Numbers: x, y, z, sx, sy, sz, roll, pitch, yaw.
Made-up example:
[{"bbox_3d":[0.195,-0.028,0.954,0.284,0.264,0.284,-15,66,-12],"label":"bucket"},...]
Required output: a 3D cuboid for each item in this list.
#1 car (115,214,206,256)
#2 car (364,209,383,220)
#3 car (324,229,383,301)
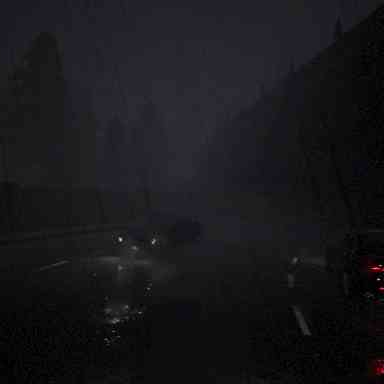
[{"bbox_3d":[-1.022,1.677,14.171,2.033,1.411,5.357,1,-1,22],"label":"car"},{"bbox_3d":[22.471,2.582,38.669,4.718,1.301,1.895,2,-1,-15],"label":"car"},{"bbox_3d":[4.690,1.717,8.596,1.837,1.490,4.892,0,-1,14],"label":"car"}]
